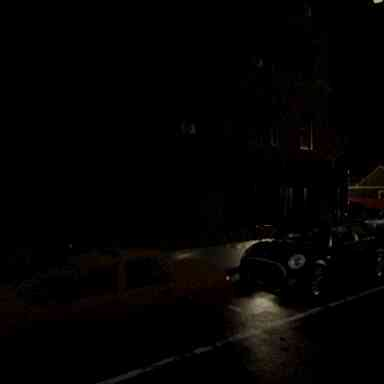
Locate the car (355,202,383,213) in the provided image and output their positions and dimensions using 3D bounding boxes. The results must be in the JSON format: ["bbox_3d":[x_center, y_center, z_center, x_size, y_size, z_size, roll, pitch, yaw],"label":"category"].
[{"bbox_3d":[14.490,1.612,29.955,1.837,1.490,4.892,0,0,-36],"label":"car"}]

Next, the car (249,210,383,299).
[{"bbox_3d":[3.094,1.445,8.418,4.097,1.590,1.967,0,0,-36],"label":"car"}]

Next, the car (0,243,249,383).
[{"bbox_3d":[-1.527,1.526,5.099,4.829,1.417,1.752,0,0,-36],"label":"car"}]

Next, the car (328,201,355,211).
[{"bbox_3d":[11.182,1.618,29.009,1.837,1.490,4.892,0,0,-33],"label":"car"}]
